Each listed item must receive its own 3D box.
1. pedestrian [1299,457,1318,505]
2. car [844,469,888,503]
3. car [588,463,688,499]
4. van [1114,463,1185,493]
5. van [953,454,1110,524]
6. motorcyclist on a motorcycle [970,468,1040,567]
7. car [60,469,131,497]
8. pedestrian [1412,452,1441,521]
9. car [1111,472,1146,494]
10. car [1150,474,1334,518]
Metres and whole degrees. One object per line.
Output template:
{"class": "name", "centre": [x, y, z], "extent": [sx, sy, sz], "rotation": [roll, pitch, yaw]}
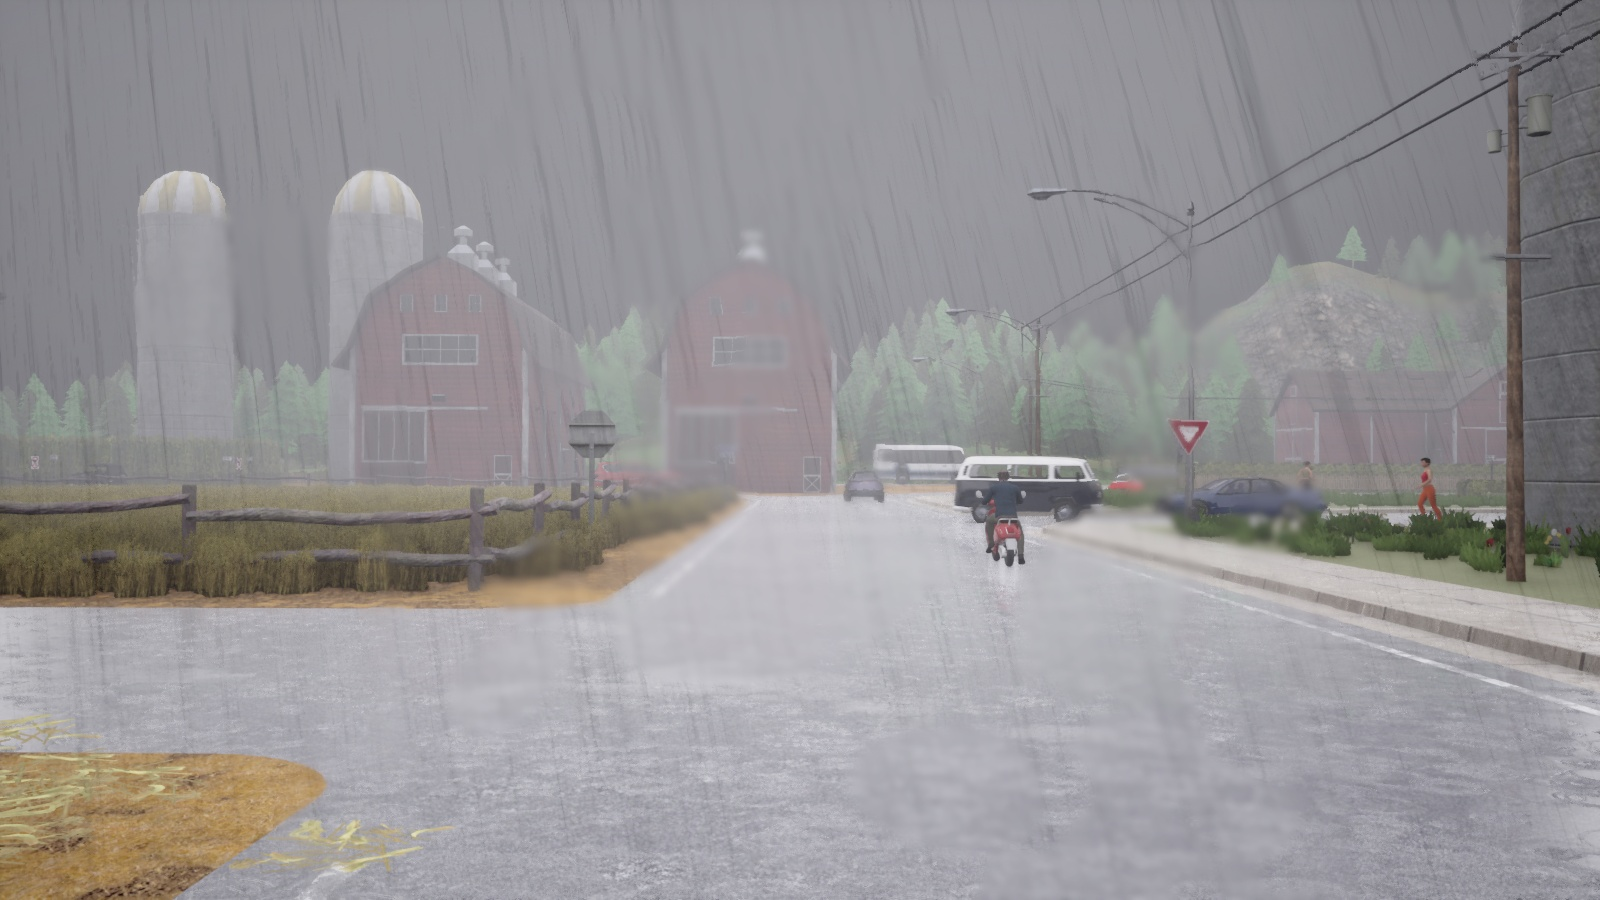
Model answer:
{"class": "pedestrian", "centre": [19.503, 1.199, 48.177], "extent": [0.594, 1.836, 0.345], "rotation": [0, -1, -28]}
{"class": "car", "centre": [3.339, 1.808, 64.289], "extent": [2.033, 1.649, 4.856], "rotation": [0, -1, 1]}
{"class": "car", "centre": [-9.502, 1.809, 73.865], "extent": [5.566, 2.045, 2.150], "rotation": [0, -1, 0]}
{"class": "van", "centre": [23.762, 1.901, 85.461], "extent": [4.442, 1.987, 1.775], "rotation": [0, -1, 6]}
{"class": "van", "centre": [7.046, 1.149, 38.176], "extent": [4.480, 2.038, 2.069], "rotation": [0, 0, 17]}
{"class": "motorcyclist on a motorcycle", "centre": [3.442, 1.110, 21.231], "extent": [0.866, 1.590, 1.817], "rotation": [0, -1, 0]}
{"class": "car", "centre": [-46.689, 2.192, 83.256], "extent": [3.866, 1.878, 1.905], "rotation": [0, -1, 13]}
{"class": "pedestrian", "centre": [16.696, 0.964, 33.466], "extent": [0.594, 1.836, 0.345], "rotation": [0, -1, 5]}
{"class": "car", "centre": [21.513, 2.158, 82.257], "extent": [2.207, 1.376, 1.481], "rotation": [0, 0, 14]}
{"class": "car", "centre": [14.497, 1.497, 41.386], "extent": [5.357, 1.411, 2.033], "rotation": [0, -1, -1]}
